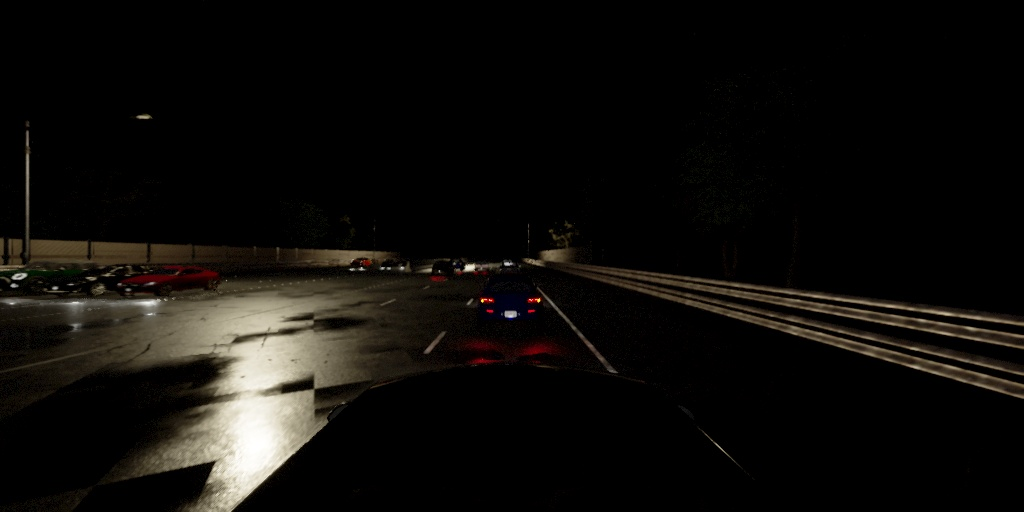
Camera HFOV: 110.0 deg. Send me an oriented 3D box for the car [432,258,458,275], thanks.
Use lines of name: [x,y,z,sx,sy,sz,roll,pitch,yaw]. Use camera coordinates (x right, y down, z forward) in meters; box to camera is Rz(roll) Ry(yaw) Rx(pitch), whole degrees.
car: [-7.359,1.258,38.514,1.837,1.490,4.892,0,0,-1]

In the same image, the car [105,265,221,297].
car: [-17.577,1.258,18.700,1.812,1.442,4.674,0,0,-1]

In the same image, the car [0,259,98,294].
car: [-24.592,1.006,19.153,2.097,1.767,4.553,0,-1,-1]

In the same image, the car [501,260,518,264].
car: [-0.212,1.247,31.478,2.128,1.511,4.902,0,0,-1]

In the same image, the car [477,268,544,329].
car: [-0.047,1.272,11.175,1.812,1.442,4.674,0,0,0]

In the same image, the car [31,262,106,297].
car: [-21.097,1.235,18.930,1.837,1.490,4.892,0,0,-1]

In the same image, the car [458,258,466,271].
car: [-7.608,1.112,49.460,2.097,1.767,4.553,0,0,-1]

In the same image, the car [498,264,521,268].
car: [-0.152,1.350,21.675,1.895,1.301,4.718,0,0,-1]

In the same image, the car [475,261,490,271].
car: [-4.120,1.363,49.995,1.895,1.301,4.718,0,0,-1]
